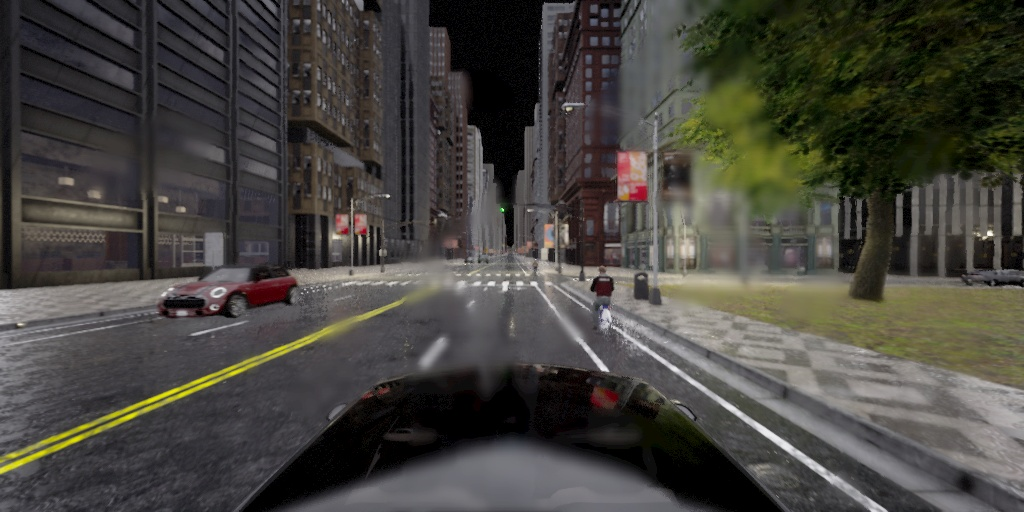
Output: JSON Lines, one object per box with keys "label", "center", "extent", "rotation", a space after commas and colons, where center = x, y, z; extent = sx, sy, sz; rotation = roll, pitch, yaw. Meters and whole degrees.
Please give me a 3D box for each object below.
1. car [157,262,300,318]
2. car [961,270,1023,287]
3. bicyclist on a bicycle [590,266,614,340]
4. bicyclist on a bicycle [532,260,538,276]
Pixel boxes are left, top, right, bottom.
{"label": "car", "center": [-9.832, 1.115, 12.931], "extent": [2.097, 1.767, 4.553], "rotation": [0, 0, 0]}
{"label": "car", "center": [43.685, 2.042, 32.353], "extent": [4.902, 1.511, 2.128], "rotation": [1, 0, -1]}
{"label": "bicyclist on a bicycle", "center": [2.250, 1.129, 9.117], "extent": [0.659, 1.776, 1.843], "rotation": [0, 0, 0]}
{"label": "bicyclist on a bicycle", "center": [2.258, 1.258, 34.572], "extent": [0.582, 1.620, 1.656], "rotation": [0, -1, 0]}
